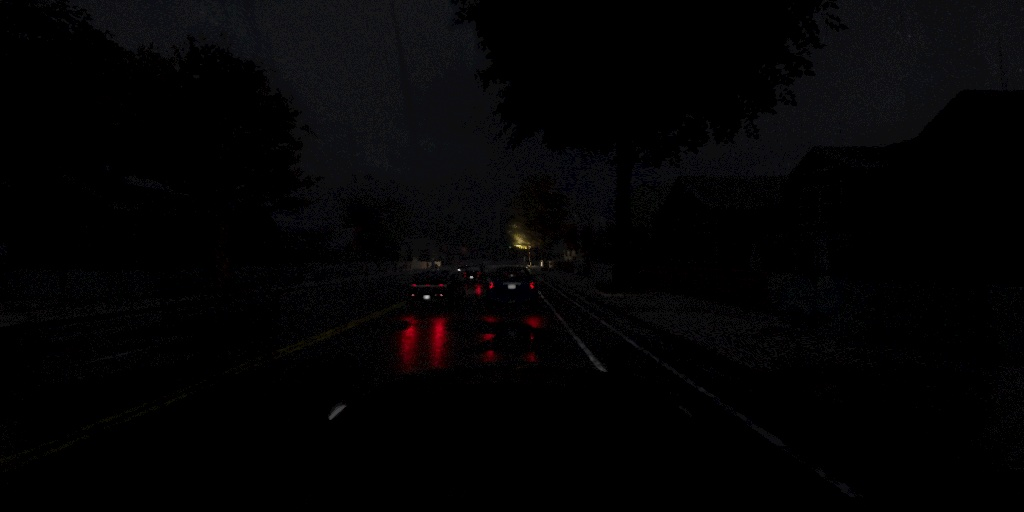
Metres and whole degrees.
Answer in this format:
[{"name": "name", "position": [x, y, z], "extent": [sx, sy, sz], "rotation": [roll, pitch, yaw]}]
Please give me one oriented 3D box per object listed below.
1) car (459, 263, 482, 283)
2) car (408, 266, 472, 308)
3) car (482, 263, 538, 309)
[{"name": "car", "position": [-3.260, 1.551, 31.225], "extent": [1.812, 1.442, 4.674], "rotation": [0, 0, 0]}, {"name": "car", "position": [-3.253, 1.377, 16.138], "extent": [2.128, 1.511, 4.902], "rotation": [0, 0, 0]}, {"name": "car", "position": [-0.004, 1.233, 15.921], "extent": [2.097, 1.767, 4.553], "rotation": [0, -1, 0]}]
